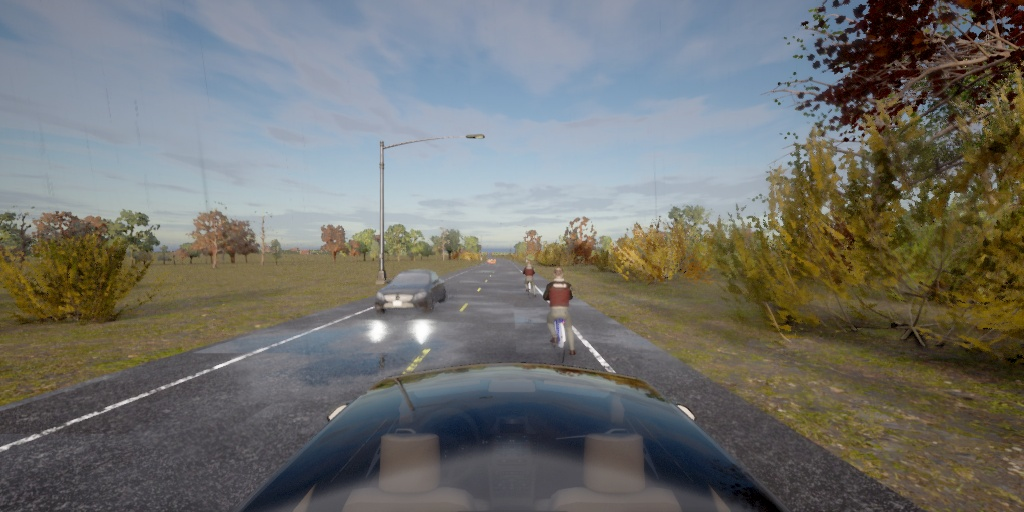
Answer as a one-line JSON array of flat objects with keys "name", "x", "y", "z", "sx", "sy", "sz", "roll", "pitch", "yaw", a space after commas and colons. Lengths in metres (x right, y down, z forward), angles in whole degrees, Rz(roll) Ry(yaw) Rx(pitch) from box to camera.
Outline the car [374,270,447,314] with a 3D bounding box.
[{"name": "car", "x": -3.715, "y": 1.270, "z": 13.886, "sx": 1.812, "sy": 1.442, "sz": 4.674, "roll": 0, "pitch": 0, "yaw": -1}]

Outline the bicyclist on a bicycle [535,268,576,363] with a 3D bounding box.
[{"name": "bicyclist on a bicycle", "x": 0.917, "y": 1.118, "z": 7.260, "sx": 0.659, "sy": 1.776, "sz": 1.843, "roll": 0, "pitch": 0, "yaw": 0}]

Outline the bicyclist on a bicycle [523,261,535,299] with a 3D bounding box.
[{"name": "bicyclist on a bicycle", "x": 0.814, "y": 1.114, "z": 17.273, "sx": 0.659, "sy": 1.776, "sz": 1.843, "roll": 0, "pitch": 0, "yaw": -1}]
